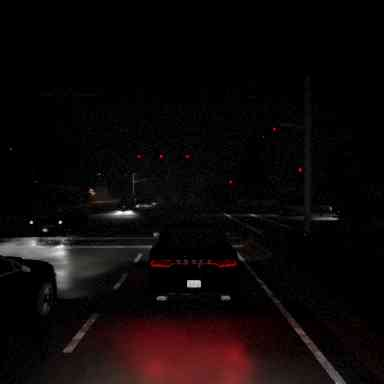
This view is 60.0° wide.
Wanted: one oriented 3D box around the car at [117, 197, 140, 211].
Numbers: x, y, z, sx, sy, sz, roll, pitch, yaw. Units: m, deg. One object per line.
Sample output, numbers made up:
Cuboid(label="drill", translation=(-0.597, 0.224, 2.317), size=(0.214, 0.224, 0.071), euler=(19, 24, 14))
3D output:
Cuboid(label="car", translation=(-8.086, 1.491, 41.299), size=(2.128, 1.511, 4.902), euler=(0, 0, -3))

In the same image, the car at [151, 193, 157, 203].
Cuboid(label="car", translation=(-8.862, 1.223, 72.389), size=(2.150, 2.045, 5.566), euler=(0, 0, -1))

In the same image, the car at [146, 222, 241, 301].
Cuboid(label="car", translation=(0.001, 1.478, 8.378), size=(1.882, 1.535, 5.008), euler=(0, 0, -1))

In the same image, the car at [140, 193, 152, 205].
Cuboid(label="car", translation=(-8.569, 1.477, 57.837), size=(1.882, 1.535, 5.008), euler=(0, 0, -1))

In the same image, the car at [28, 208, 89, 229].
Cuboid(label="car", translation=(-7.390, 1.600, 18.812), size=(1.895, 1.301, 4.718), euler=(0, 0, -2))

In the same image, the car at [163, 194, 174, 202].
Cuboid(label="car", translation=(-5.416, 1.532, 74.542), size=(2.033, 1.411, 5.357), euler=(0, 0, -1))

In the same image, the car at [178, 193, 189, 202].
Cuboid(label="car", translation=(-1.901, 1.224, 74.242), size=(2.150, 2.045, 5.566), euler=(0, 0, -1))

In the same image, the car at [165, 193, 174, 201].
Cuboid(label="car", translation=(-5.689, 1.269, 85.147), size=(2.097, 1.767, 4.553), euler=(0, 0, -1))

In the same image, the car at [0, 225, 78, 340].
Cuboid(label="car", translation=(-3.468, 1.491, 4.386), size=(2.128, 1.511, 4.902), euler=(0, 0, 0))

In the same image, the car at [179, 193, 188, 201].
Cuboid(label="car", translation=(-2.183, 1.224, 84.975), size=(2.150, 2.045, 5.566), euler=(0, 0, -1))

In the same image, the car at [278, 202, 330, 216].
Cuboid(label="car", translation=(10.865, 1.600, 32.348), size=(4.718, 1.301, 1.895), euler=(0, 0, -2))

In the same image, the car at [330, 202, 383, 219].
Cuboid(label="car", translation=(14.761, 1.563, 28.959), size=(4.181, 1.385, 1.994), euler=(0, 0, -2))
